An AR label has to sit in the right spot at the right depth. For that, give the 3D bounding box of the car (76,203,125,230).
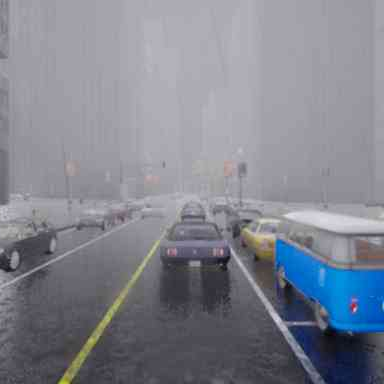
[{"bbox_3d":[-5.761,1.528,20.500,2.008,1.369,4.403,0,0,0],"label":"car"}]

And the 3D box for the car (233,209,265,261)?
[{"bbox_3d":[2.764,1.511,12.023,1.752,1.417,4.829,0,0,0],"label":"car"}]

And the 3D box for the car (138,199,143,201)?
[{"bbox_3d":[-5.760,1.513,36.834,2.008,1.369,4.403,0,0,0],"label":"car"}]

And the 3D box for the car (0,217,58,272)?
[{"bbox_3d":[-5.761,1.538,10.628,2.008,1.369,4.403,0,0,0],"label":"car"}]

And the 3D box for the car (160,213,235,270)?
[{"bbox_3d":[0.092,1.588,10.911,1.895,1.301,4.718,0,0,0],"label":"car"}]

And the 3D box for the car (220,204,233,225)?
[{"bbox_3d":[2.764,1.546,17.266,1.947,1.339,4.313,0,0,0],"label":"car"}]

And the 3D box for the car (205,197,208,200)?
[{"bbox_3d":[2.765,1.512,36.830,2.008,1.369,4.403,0,0,0],"label":"car"}]

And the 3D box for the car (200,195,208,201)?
[{"bbox_3d":[3.007,1.457,84.696,1.752,1.417,4.829,0,0,1],"label":"car"}]

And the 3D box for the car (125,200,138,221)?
[{"bbox_3d":[-5.760,1.517,25.945,1.887,1.381,4.507,0,0,0],"label":"car"}]

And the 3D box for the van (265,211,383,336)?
[{"bbox_3d":[2.764,1.333,6.440,1.690,1.788,3.998,0,0,0],"label":"van"}]

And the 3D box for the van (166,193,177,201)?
[{"bbox_3d":[-5.519,1.274,84.601,1.690,1.788,3.998,0,0,1],"label":"van"}]

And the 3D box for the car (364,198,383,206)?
[{"bbox_3d":[29.648,1.686,52.306,4.553,1.767,2.097,1,0,0],"label":"car"}]

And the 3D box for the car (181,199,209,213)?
[{"bbox_3d":[0.092,1.534,27.023,1.994,1.385,4.181,0,0,0],"label":"car"}]

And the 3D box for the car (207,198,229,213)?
[{"bbox_3d":[2.765,1.517,31.838,2.008,1.369,4.403,0,0,0],"label":"car"}]

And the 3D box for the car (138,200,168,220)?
[{"bbox_3d":[-3.093,1.571,27.683,1.895,1.301,4.718,0,0,0],"label":"car"}]

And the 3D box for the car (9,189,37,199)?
[{"bbox_3d":[-27.420,0.525,52.489,5.566,2.045,2.150,1,0,0],"label":"car"}]

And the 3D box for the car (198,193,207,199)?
[{"bbox_3d":[2.955,1.485,79.013,2.008,1.369,4.403,0,0,1],"label":"car"}]
